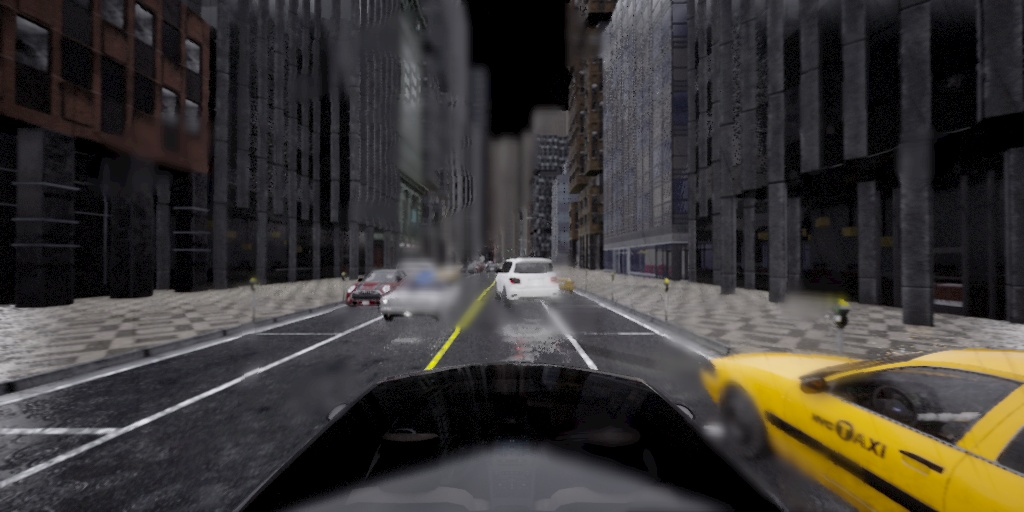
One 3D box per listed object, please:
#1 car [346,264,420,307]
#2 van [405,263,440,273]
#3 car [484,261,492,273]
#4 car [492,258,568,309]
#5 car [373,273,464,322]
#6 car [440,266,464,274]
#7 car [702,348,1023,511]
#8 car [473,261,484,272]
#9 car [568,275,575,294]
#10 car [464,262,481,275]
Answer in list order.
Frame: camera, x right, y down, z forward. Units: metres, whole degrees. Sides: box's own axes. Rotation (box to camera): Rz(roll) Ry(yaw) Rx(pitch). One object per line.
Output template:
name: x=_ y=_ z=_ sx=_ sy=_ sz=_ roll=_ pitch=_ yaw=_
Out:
car: x=-5.782 y=1.352 z=16.158 sx=1.967 sy=1.591 sz=4.097 roll=0 pitch=0 yaw=0
van: x=-5.790 y=1.315 z=21.767 sx=1.690 sy=1.789 sz=3.998 roll=0 pitch=0 yaw=0
car: x=-3.081 y=1.923 z=56.938 sx=2.128 sy=1.511 sz=4.902 roll=0 pitch=-1 yaw=0
car: x=0.557 y=1.132 z=16.159 sx=2.150 sy=2.045 sz=5.566 roll=0 pitch=-1 yaw=-8
car: x=-3.116 y=1.477 z=13.000 sx=1.895 sy=1.301 sz=4.718 roll=0 pitch=-1 yaw=0
car: x=-5.807 y=1.630 z=32.814 sx=1.751 sy=1.417 sz=4.829 roll=0 pitch=0 yaw=0
car: x=3.152 y=1.210 z=2.039 sx=1.801 sy=1.575 sz=5.366 roll=0 pitch=-1 yaw=0
car: x=-5.841 y=1.817 z=55.420 sx=1.967 sy=1.591 sz=4.097 roll=0 pitch=0 yaw=0
car: x=2.735 y=1.499 z=21.957 sx=1.751 sy=1.417 sz=4.829 roll=0 pitch=0 yaw=0
car: x=-5.833 y=1.875 z=49.811 sx=1.948 sy=1.339 sz=4.313 roll=0 pitch=0 yaw=0
